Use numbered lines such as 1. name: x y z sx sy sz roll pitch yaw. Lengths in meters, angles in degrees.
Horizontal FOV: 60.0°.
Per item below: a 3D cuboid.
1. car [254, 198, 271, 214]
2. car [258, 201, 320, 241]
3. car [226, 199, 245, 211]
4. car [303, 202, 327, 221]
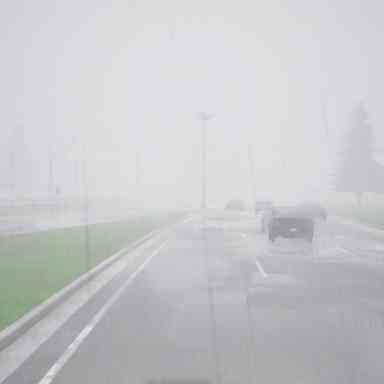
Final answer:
1. car: 7.514 1.411 34.521 2.128 1.511 4.902 0 0 13
2. car: 4.568 1.440 16.442 1.882 1.535 5.008 0 0 6
3. car: 5.225 1.472 39.823 1.994 1.385 4.181 0 0 14
4. car: 9.588 1.502 27.099 1.994 1.385 4.181 0 0 10
